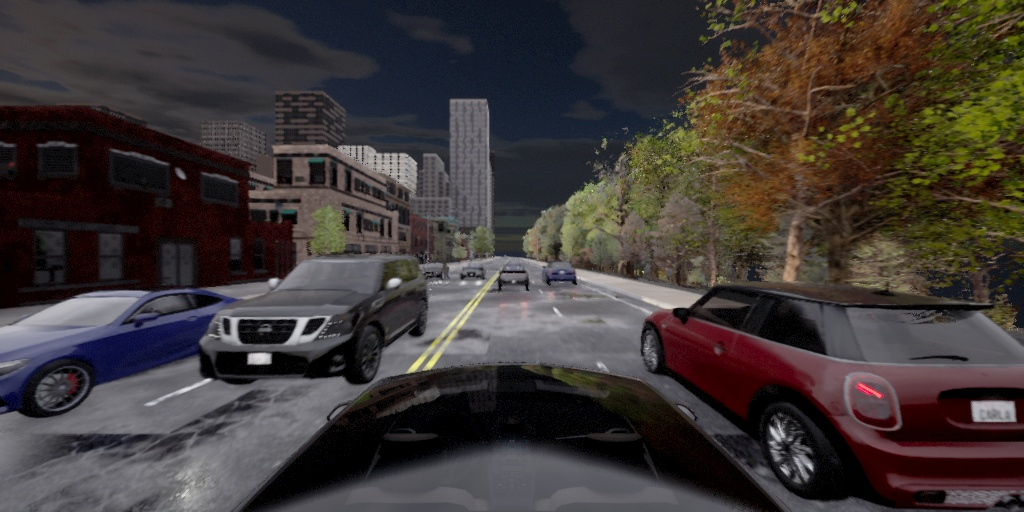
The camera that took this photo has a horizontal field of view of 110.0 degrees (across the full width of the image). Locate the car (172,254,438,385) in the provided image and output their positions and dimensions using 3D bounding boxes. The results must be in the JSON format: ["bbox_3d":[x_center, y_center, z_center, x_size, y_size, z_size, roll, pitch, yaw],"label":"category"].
[{"bbox_3d":[-3.252,0.971,7.381,2.150,2.045,5.566,0,0,0],"label":"car"}]

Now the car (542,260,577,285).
[{"bbox_3d":[3.346,1.100,26.107,2.097,1.767,4.553,0,0,0],"label":"car"}]

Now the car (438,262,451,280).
[{"bbox_3d":[-6.521,1.254,30.939,1.837,1.490,4.892,0,0,0],"label":"car"}]

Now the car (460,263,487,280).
[{"bbox_3d":[-3.274,1.311,31.007,1.994,1.385,4.181,0,0,0],"label":"car"}]

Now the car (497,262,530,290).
[{"bbox_3d":[0.098,1.240,22.433,2.128,1.511,4.902,0,0,0],"label":"car"}]

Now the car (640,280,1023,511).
[{"bbox_3d":[3.351,1.102,4.620,2.097,1.767,4.553,0,0,0],"label":"car"}]

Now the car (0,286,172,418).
[{"bbox_3d":[-6.500,1.275,6.039,1.812,1.442,4.674,0,0,0],"label":"car"}]
